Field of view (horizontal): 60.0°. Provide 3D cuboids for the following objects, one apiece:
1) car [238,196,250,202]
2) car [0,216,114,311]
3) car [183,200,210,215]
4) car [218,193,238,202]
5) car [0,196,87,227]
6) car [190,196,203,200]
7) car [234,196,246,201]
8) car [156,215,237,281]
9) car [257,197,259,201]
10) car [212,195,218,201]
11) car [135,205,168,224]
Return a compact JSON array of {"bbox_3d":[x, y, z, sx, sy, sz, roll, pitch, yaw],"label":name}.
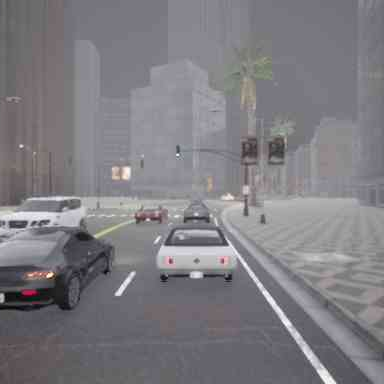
[{"bbox_3d":[11.832,1.642,78.179,2.033,1.411,5.357,0,0,22],"label":"car"},{"bbox_3d":[-3.129,1.521,7.609,1.812,1.442,4.674,0,0,0],"label":"car"},{"bbox_3d":[0.417,1.557,25.733,1.994,1.385,4.181,0,0,3],"label":"car"},{"bbox_3d":[8.479,1.316,78.533,2.150,2.045,5.566,0,0,22],"label":"car"},{"bbox_3d":[-6.552,1.215,15.215,2.150,2.045,5.566,0,0,1],"label":"car"},{"bbox_3d":[0.942,1.562,66.914,1.837,1.490,4.892,0,0,17],"label":"car"},{"bbox_3d":[12.753,1.677,88.323,1.895,1.301,4.718,0,0,27],"label":"car"},{"bbox_3d":[0.112,1.595,9.775,1.895,1.301,4.718,0,0,0],"label":"car"},{"bbox_3d":[16.043,1.454,87.648,2.097,1.767,4.553,0,0,27],"label":"car"},{"bbox_3d":[6.514,1.442,82.310,1.837,1.490,4.892,0,0,22],"label":"car"},{"bbox_3d":[-2.904,1.593,24.814,1.895,1.301,4.718,0,0,2],"label":"car"}]
